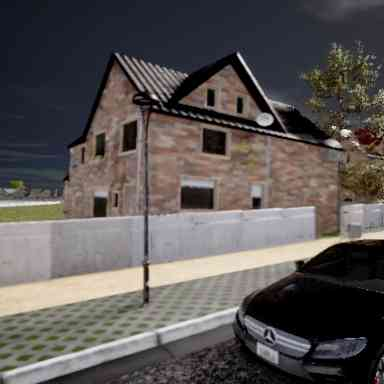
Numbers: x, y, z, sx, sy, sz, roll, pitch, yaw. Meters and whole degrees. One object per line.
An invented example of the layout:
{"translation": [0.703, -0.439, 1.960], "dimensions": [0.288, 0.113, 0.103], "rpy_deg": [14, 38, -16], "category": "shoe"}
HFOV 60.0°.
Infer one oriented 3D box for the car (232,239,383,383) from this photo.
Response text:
{"translation": [2.724, 1.505, 5.014], "dimensions": [4.674, 1.442, 1.812], "rpy_deg": [0, 0, -35], "category": "car"}
